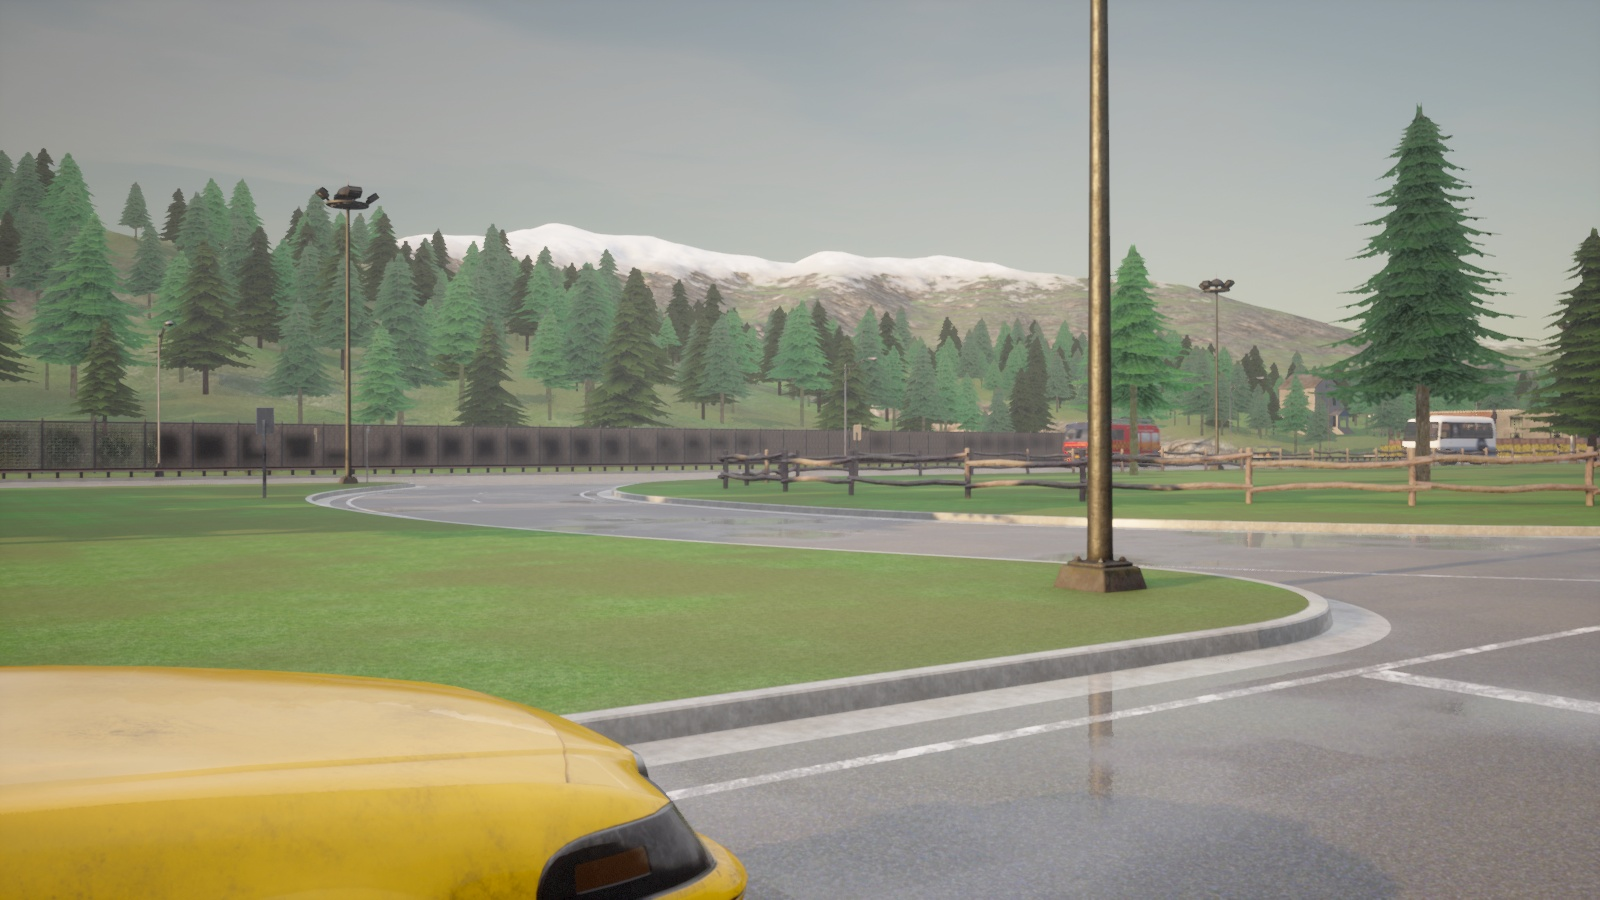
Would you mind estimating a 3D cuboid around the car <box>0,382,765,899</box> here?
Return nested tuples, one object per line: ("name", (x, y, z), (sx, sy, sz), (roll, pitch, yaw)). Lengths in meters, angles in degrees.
("car", (-2.786, 0.701, 1.718), (5.366, 1.575, 1.801), (0, 0, -35))
